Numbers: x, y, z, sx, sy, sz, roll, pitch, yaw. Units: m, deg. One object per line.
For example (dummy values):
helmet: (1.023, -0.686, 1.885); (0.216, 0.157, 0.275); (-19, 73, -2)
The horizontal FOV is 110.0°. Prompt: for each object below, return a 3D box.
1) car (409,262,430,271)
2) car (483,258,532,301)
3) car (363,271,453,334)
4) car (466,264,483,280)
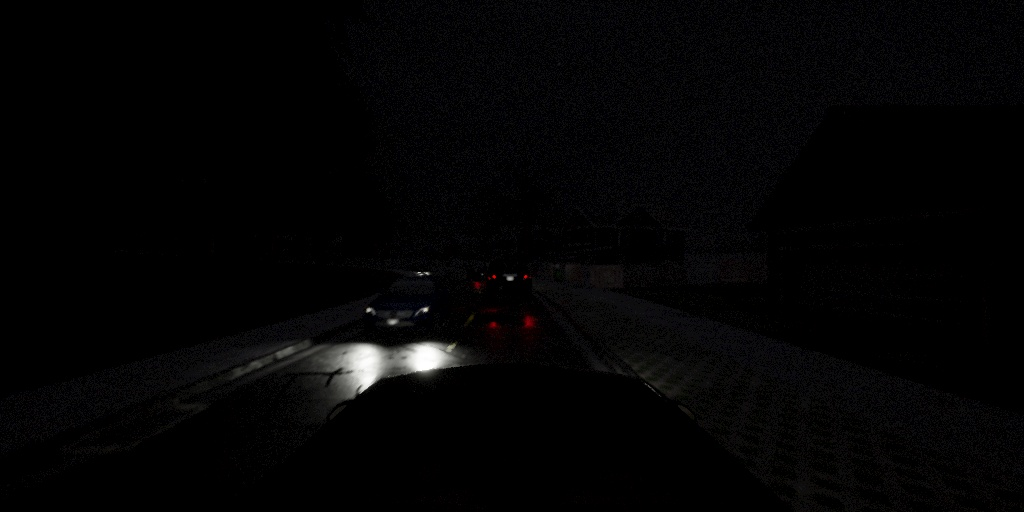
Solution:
car: (-13.528, 1.571, 52.052); (2.033, 1.411, 5.357); (1, 0, -29)
car: (-0.295, 1.117, 18.562); (2.150, 2.045, 5.566); (0, 0, -4)
car: (-2.953, 1.362, 11.096); (1.812, 1.442, 4.674); (0, 0, -1)
car: (-3.371, 1.489, 35.222); (2.128, 1.511, 4.902); (0, 0, -15)
